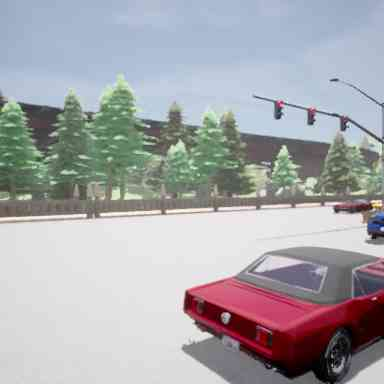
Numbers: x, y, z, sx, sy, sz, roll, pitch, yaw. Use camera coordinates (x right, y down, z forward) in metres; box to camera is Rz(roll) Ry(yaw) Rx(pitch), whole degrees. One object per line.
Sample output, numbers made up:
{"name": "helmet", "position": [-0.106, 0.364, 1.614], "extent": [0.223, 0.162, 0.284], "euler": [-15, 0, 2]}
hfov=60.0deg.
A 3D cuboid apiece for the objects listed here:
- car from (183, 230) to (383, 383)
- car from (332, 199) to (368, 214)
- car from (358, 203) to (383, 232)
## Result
{"name": "car", "position": [2.282, 1.570, 5.373], "extent": [4.718, 1.301, 1.895], "euler": [0, 0, -35]}
{"name": "car", "position": [15.743, 1.403, 32.366], "extent": [4.718, 1.301, 1.895], "euler": [0, 0, -35]}
{"name": "car", "position": [9.902, 1.373, 15.104], "extent": [5.008, 1.535, 1.882], "euler": [0, 0, -35]}
